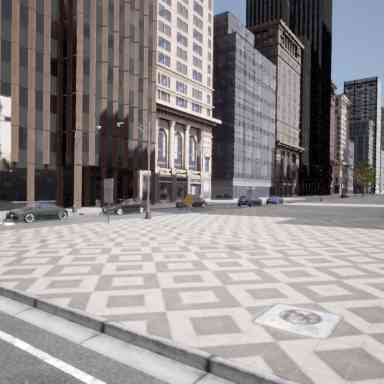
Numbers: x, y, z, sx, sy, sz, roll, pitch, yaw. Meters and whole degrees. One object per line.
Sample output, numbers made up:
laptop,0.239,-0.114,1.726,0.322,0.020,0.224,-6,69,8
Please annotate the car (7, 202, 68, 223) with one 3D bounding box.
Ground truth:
car,-11.470,1.471,24.932,1.994,1.385,4.181,1,1,35

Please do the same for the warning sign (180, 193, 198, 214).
warning sign,-0.265,1.077,30.688,1.300,1.860,1.060,1,1,35

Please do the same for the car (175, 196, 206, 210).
car,-0.083,1.335,41.006,1.837,1.490,4.892,1,1,35

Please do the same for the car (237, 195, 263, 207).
car,8.342,1.193,47.469,2.097,1.767,4.553,1,1,36

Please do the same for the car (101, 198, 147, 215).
car,-6.460,1.376,32.006,1.837,1.490,4.892,1,1,35

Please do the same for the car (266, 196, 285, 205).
car,13.943,1.363,55.474,1.994,1.385,4.181,1,1,35
